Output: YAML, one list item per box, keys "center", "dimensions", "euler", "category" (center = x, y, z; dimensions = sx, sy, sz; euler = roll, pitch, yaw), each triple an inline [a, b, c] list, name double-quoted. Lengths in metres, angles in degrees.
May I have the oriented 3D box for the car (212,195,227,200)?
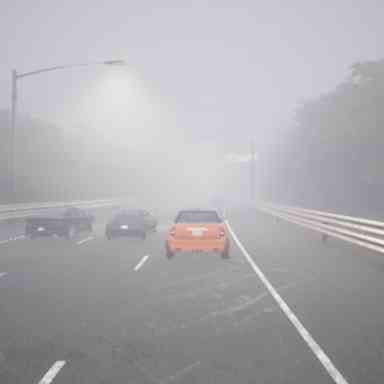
- center: [4.870, 1.286, 61.288]
  dimensions: [2.097, 1.767, 4.553]
  euler: [0, 0, 9]
  category: "car"

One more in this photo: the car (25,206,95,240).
- center: [-6.483, 1.456, 16.957]
  dimensions: [1.882, 1.535, 5.008]
  euler: [0, 0, 2]
  category: "car"

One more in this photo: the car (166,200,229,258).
- center: [0.250, 1.345, 12.883]
  dimensions: [2.097, 1.767, 4.553]
  euler: [0, 0, 2]
  category: "car"

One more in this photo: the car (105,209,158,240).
- center: [-2.972, 1.550, 17.097]
  dimensions: [1.994, 1.385, 4.181]
  euler: [0, 0, 2]
  category: "car"

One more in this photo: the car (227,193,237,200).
- center: [9.989, 1.476, 88.347]
  dimensions: [1.895, 1.301, 4.718]
  euler: [0, 0, 12]
  category: "car"
